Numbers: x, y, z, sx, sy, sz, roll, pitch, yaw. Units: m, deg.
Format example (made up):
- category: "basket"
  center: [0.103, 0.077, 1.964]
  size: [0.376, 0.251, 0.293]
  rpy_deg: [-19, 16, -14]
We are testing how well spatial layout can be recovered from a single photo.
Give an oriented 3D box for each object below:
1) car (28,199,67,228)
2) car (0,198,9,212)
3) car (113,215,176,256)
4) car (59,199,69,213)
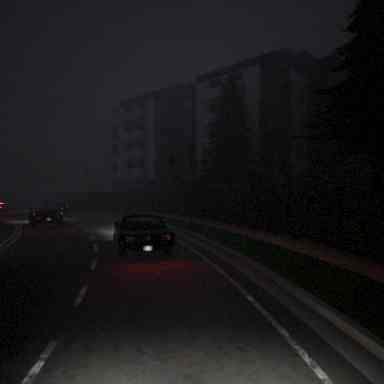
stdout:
- category: "car"
  center: [-9.620, 1.432, 21.790]
  size: [1.812, 1.442, 4.674]
  rpy_deg: [0, 0, -29]
- category: "car"
  center: [-21.251, 1.359, 35.753]
  size: [4.902, 1.511, 2.128]
  rpy_deg: [0, 0, 44]
- category: "car"
  center: [-2.049, 1.532, 13.005]
  size: [1.895, 1.301, 4.718]
  rpy_deg: [0, 0, -16]
- category: "car"
  center: [-13.943, 1.381, 33.323]
  size: [1.812, 1.442, 4.674]
  rpy_deg: [0, 0, -43]
